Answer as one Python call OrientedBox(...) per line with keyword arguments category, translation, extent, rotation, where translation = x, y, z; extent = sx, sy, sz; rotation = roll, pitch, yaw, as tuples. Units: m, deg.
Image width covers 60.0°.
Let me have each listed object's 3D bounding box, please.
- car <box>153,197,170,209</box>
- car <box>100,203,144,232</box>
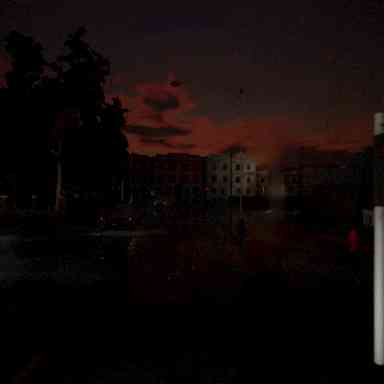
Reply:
OrientedBox(category="car", translation=(-4.102, 1.422, 45.196), extent=(1.882, 1.535, 5.008), rotation=(0, 0, 0))
OrientedBox(category="car", translation=(-4.107, 1.452, 20.123), extent=(1.882, 1.535, 5.008), rotation=(0, 0, 0))
